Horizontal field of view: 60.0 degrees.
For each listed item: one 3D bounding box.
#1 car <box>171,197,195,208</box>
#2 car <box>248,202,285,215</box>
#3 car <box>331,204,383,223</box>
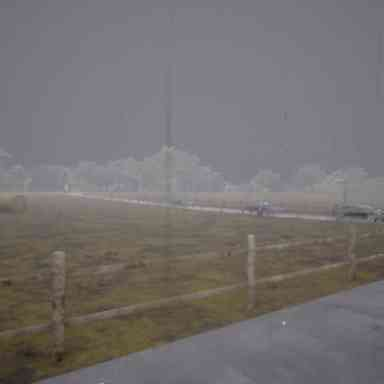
[{"bbox_3d":[-1.388,1.586,51.287,2.128,1.511,4.902,2,0,-35],"label":"car"},{"bbox_3d":[8.337,1.820,37.670,1.812,1.442,4.674,2,-1,-36],"label":"car"},{"bbox_3d":[14.573,1.793,28.907,2.128,1.511,4.902,2,-1,-34],"label":"car"}]
